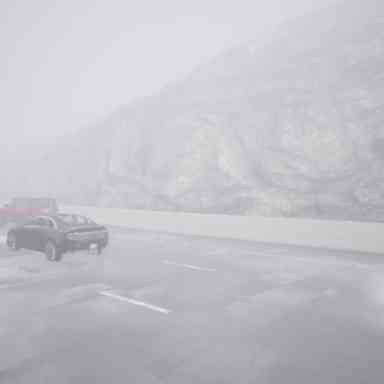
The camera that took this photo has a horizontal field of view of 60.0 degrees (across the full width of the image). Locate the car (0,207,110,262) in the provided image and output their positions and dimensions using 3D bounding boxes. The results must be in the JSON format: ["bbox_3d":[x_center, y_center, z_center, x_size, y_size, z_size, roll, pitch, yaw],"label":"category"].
[{"bbox_3d":[-5.108,1.547,12.413,4.902,1.511,2.128,0,-1,39],"label":"car"}]

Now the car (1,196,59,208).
[{"bbox_3d":[-10.773,1.297,21.873,5.566,2.045,2.150,0,0,42],"label":"car"}]
